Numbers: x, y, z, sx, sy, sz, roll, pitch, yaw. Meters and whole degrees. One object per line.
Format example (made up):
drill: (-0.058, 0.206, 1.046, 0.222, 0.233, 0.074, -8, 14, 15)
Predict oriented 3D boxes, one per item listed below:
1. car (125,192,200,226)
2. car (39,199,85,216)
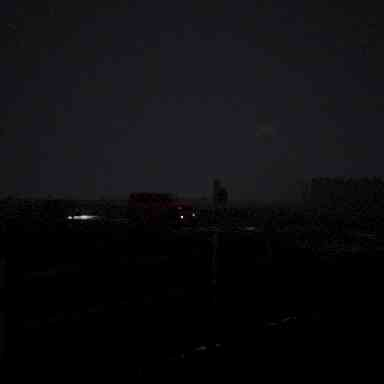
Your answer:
car: (-2.113, 1.060, 22.531, 5.566, 2.045, 2.150, 1, 1, 36)
car: (-11.253, 1.311, 28.761, 4.181, 1.385, 1.994, 1, 0, 32)
